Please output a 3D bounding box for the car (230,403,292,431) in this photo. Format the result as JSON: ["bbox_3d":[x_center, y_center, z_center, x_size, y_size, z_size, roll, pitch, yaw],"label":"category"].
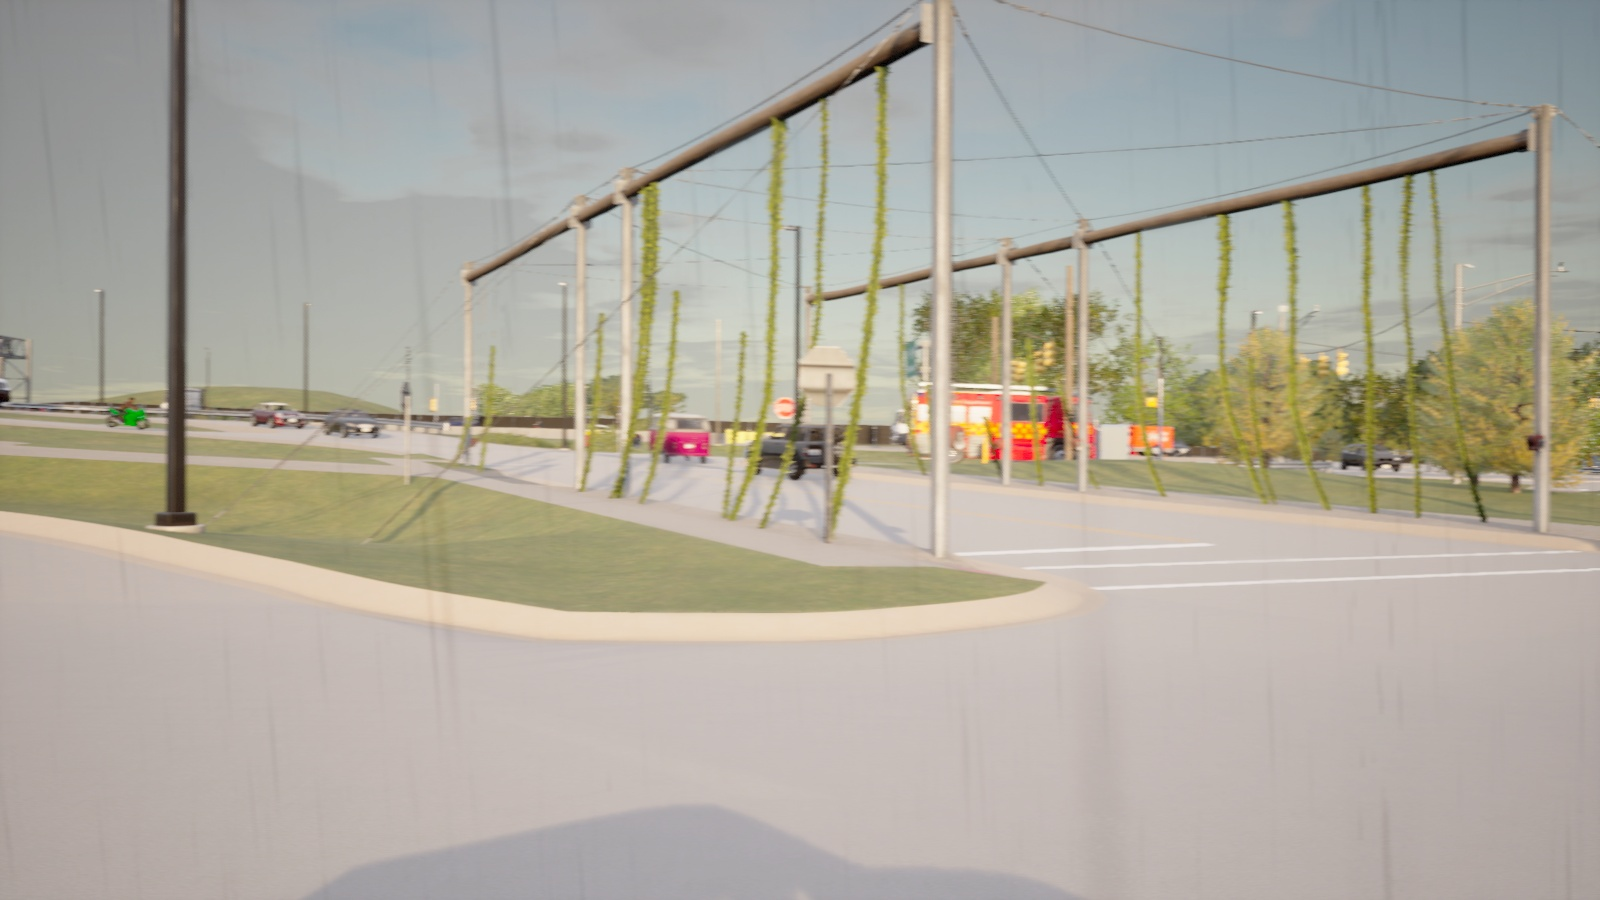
[{"bbox_3d":[-32.024,-1.966,74.554,3.806,1.475,1.970,4,3,42],"label":"car"}]

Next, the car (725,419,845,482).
[{"bbox_3d":[-0.567,-0.031,40.385,1.932,1.855,4.605,0,2,-28],"label":"car"}]

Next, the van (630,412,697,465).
[{"bbox_3d":[-5.549,-0.488,50.695,1.775,1.987,4.442,0,2,-19],"label":"van"}]

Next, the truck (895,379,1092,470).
[{"bbox_3d":[8.836,-1.129,57.944,8.468,3.827,2.891,2,0,-3],"label":"truck"}]

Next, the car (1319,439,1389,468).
[{"bbox_3d":[33.815,0.198,76.826,2.242,1.667,4.611,1,0,0],"label":"car"}]

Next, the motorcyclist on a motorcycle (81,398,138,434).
[{"bbox_3d":[-31.776,-1.577,57.805,2.044,1.523,0.797,3,0,-2],"label":"motorcyclist on a motorcycle"}]

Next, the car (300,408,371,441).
[{"bbox_3d":[-24.459,-1.361,66.002,2.128,1.511,4.902,0,3,-37],"label":"car"}]
